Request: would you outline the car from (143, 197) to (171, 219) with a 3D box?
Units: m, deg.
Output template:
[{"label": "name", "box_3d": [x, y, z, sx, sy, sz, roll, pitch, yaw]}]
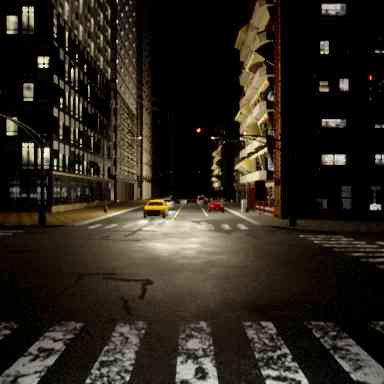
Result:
[{"label": "car", "box_3d": [-3.170, 1.479, 29.777, 1.882, 1.535, 5.008, 0, 0, 0]}]

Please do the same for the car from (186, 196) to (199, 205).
[{"label": "car", "box_3d": [-0.041, 1.520, 59.927, 1.837, 1.490, 4.892, 0, 0, 0]}]

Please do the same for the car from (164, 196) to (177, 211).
[{"label": "car", "box_3d": [-3.193, 1.532, 41.128, 1.812, 1.442, 4.674, 0, 0, 0]}]

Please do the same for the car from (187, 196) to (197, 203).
[{"label": "car", "box_3d": [-0.078, 1.585, 70.237, 1.994, 1.385, 4.181, 0, 0, 0]}]

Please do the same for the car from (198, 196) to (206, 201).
[{"label": "car", "box_3d": [2.494, 1.616, 83.986, 1.802, 1.307, 4.206, 0, 0, 0]}]

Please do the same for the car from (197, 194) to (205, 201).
[{"label": "car", "box_3d": [2.481, 1.480, 89.635, 1.967, 1.590, 4.097, 0, 0, 0]}]

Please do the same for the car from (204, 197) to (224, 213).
[{"label": "car", "box_3d": [2.655, 1.586, 37.178, 1.802, 1.307, 4.206, 0, 0, 0]}]

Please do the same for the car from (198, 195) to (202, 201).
[{"label": "car", "box_3d": [2.562, 1.564, 55.743, 2.008, 1.369, 4.403, 0, 0, 0]}]

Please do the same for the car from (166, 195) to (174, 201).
[{"label": "car", "box_3d": [-5.899, 1.584, 89.615, 1.887, 1.381, 4.507, 0, 0, 0]}]

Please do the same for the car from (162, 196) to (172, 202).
[{"label": "car", "box_3d": [-5.872, 1.580, 78.317, 2.008, 1.369, 4.403, 0, 0, 0]}]

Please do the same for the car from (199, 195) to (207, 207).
[{"label": "car", "box_3d": [2.575, 1.561, 50.095, 2.008, 1.369, 4.403, 0, 0, 0]}]

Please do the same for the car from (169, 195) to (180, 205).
[{"label": "car", "box_3d": [-3.164, 1.564, 61.669, 2.033, 1.411, 5.357, 0, 0, 0]}]
